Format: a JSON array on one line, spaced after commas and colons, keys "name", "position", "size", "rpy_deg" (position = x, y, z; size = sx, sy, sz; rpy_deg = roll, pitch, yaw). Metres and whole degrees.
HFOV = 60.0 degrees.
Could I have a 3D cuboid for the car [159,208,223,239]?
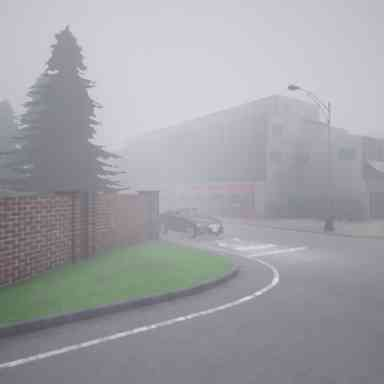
[{"name": "car", "position": [-0.217, 1.664, 18.859], "size": [2.128, 1.511, 4.902], "rpy_deg": [0, 0, -35]}]
